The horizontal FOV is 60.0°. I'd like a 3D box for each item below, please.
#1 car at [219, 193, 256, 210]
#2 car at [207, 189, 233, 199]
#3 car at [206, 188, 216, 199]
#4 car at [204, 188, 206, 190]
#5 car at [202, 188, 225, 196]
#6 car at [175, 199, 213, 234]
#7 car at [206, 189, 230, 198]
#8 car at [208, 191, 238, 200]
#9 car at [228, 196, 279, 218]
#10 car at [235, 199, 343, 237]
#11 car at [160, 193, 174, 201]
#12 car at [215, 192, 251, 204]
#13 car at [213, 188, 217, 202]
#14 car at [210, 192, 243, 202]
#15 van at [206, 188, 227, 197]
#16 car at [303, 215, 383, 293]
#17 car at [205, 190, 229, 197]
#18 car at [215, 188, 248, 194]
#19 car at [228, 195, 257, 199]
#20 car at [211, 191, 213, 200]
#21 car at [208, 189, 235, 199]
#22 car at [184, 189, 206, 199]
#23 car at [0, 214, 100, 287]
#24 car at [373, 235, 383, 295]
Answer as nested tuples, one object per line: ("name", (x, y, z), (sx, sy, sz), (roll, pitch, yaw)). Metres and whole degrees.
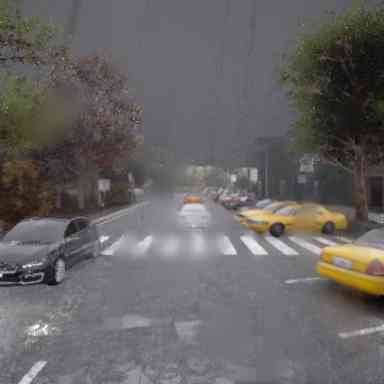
("car", (5.345, 1.075, 31.641), (4.674, 1.452, 2.002), (0, 1, -20))
("car", (5.499, 0.396, 64.653), (4.553, 1.767, 2.185), (0, 1, -20))
("car", (5.411, 0.538, 46.622), (5.566, 2.045, 2.435), (1, 1, -20))
("car", (5.454, 0.400, 55.637), (5.566, 2.045, 2.435), (0, 1, -20))
("car", (5.638, -0.056, 88.707), (5.566, 2.045, 2.435), (0, 1, -20))
("car", (0.106, 1.320, 17.643), (1.812, 1.442, 4.674), (0, 1, 0))
("car", (5.596, 0.314, 70.670), (4.553, 1.767, 2.185), (0, 1, -20))
("car", (5.470, 0.637, 58.641), (4.792, 1.488, 2.163), (0, 1, -20))
("car", (5.136, 1.238, 19.577), (5.366, 1.575, 1.946), (0, 1, -20))
("car", (5.134, 1.290, 16.576), (5.366, 1.575, 1.946), (0, 1, -20))
("car", (-3.900, 0.776, 53.029), (1.994, 1.385, 4.181), (0, 1, 0))
("car", (5.328, 1.013, 34.632), (4.792, 1.488, 2.163), (0, 1, -20))
("car", (5.419, 0.760, 40.650), (4.553, 1.767, 2.185), (0, 1, -20))
("car", (5.430, 0.726, 52.640), (4.792, 1.488, 2.163), (0, 1, -20))
("van", (5.698, 0.133, 76.716), (4.442, 1.987, 1.878), (1, 1, -20))
("car", (5.487, 1.440, 7.691), (5.366, 1.575, 1.946), (0, 1, -20))
("car", (5.568, 0.398, 73.674), (5.008, 1.535, 2.097), (1, 1, -20))
("car", (5.403, 0.809, 37.649), (4.553, 1.767, 2.185), (0, 1, -20))
("car", (5.324, 1.191, 22.641), (4.892, 1.521, 2.231), (0, 1, -20))
("car", (5.400, 0.876, 43.648), (4.674, 1.452, 2.002), (0, 1, -20))
("car", (5.482, 0.438, 61.652), (4.553, 1.767, 2.185), (1, 1, -20))
("car", (0.160, 0.795, 38.142), (2.097, 1.767, 4.553), (0, 1, 0))
("car", (-4.009, 1.443, 9.338), (1.837, 1.490, 4.892), (0, 1, 0))
("car", (5.336, 1.462, 4.623), (5.008, 1.535, 2.097), (1, 1, -20))
